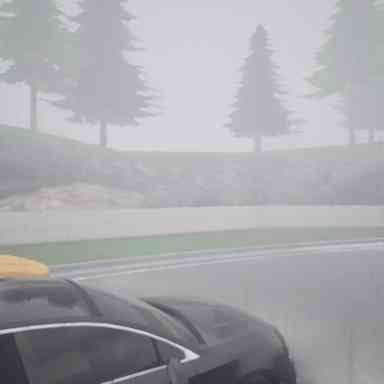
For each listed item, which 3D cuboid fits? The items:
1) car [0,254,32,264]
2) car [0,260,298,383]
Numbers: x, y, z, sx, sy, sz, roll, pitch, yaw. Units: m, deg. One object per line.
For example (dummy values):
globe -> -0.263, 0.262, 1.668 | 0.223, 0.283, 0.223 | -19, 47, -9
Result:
car -> -4.682, 1.408, 4.717 | 5.008, 1.535, 1.882 | 0, 0, -37
car -> -1.236, 1.473, 2.550 | 4.892, 1.490, 1.837 | 0, 0, -35
